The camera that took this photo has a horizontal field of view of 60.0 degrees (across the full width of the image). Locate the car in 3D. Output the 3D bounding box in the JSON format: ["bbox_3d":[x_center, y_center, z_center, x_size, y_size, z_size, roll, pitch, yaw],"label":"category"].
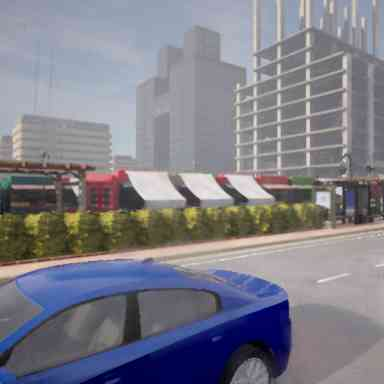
[{"bbox_3d":[-1.151,1.482,3.168,5.008,1.535,1.882,0,0,-36],"label":"car"}]
